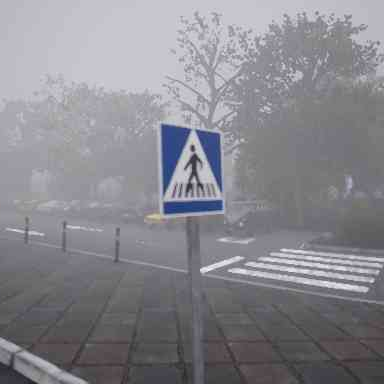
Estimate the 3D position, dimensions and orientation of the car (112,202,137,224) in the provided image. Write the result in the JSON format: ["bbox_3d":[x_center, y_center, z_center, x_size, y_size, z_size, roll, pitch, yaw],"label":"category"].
[{"bbox_3d":[-3.277,1.632,25.113,2.163,1.488,4.792,1,1,35],"label":"car"}]

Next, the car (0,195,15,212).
[{"bbox_3d":[-16.865,1.388,34.738,2.002,1.452,4.674,1,1,35],"label":"car"}]

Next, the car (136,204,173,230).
[{"bbox_3d":[-1.140,1.643,23.330,1.946,1.575,5.366,1,1,35],"label":"car"}]

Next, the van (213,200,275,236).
[{"bbox_3d":[3.425,1.508,20.167,1.878,1.987,4.442,1,1,35],"label":"van"}]

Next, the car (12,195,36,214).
[{"bbox_3d":[-14.603,1.389,33.127,2.097,1.535,5.008,1,1,35],"label":"car"}]

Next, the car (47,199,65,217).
[{"bbox_3d":[-10.057,1.349,29.938,2.185,1.767,4.553,1,1,35],"label":"car"}]

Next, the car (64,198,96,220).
[{"bbox_3d":[-7.812,1.517,28.310,2.097,1.535,5.008,1,1,35],"label":"car"}]

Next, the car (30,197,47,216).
[{"bbox_3d":[-12.340,1.472,31.521,2.002,1.452,4.674,1,1,35],"label":"car"}]

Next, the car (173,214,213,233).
[{"bbox_3d":[1.247,1.719,21.896,2.163,1.488,4.792,1,1,35],"label":"car"}]

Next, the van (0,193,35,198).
[{"bbox_3d":[-19.054,1.080,36.441,1.878,1.987,4.442,1,1,35],"label":"van"}]

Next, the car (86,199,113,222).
[{"bbox_3d":[-5.557,1.561,26.692,2.231,1.521,4.892,1,1,35],"label":"car"}]
